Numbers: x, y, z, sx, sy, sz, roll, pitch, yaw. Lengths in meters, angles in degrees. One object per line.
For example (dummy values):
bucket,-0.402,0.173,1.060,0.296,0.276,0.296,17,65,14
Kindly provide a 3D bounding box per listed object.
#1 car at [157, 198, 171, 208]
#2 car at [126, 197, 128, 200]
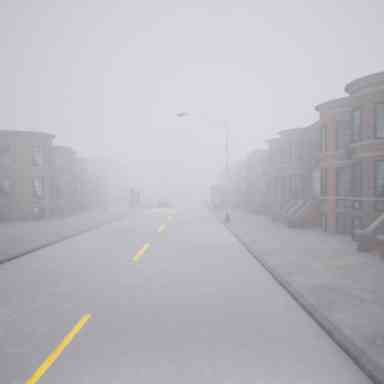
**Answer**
car,-4.074,1.607,48.748,1.895,1.301,4.718,0,0,0
car,-19.327,1.359,87.752,4.611,1.667,2.242,0,0,10
